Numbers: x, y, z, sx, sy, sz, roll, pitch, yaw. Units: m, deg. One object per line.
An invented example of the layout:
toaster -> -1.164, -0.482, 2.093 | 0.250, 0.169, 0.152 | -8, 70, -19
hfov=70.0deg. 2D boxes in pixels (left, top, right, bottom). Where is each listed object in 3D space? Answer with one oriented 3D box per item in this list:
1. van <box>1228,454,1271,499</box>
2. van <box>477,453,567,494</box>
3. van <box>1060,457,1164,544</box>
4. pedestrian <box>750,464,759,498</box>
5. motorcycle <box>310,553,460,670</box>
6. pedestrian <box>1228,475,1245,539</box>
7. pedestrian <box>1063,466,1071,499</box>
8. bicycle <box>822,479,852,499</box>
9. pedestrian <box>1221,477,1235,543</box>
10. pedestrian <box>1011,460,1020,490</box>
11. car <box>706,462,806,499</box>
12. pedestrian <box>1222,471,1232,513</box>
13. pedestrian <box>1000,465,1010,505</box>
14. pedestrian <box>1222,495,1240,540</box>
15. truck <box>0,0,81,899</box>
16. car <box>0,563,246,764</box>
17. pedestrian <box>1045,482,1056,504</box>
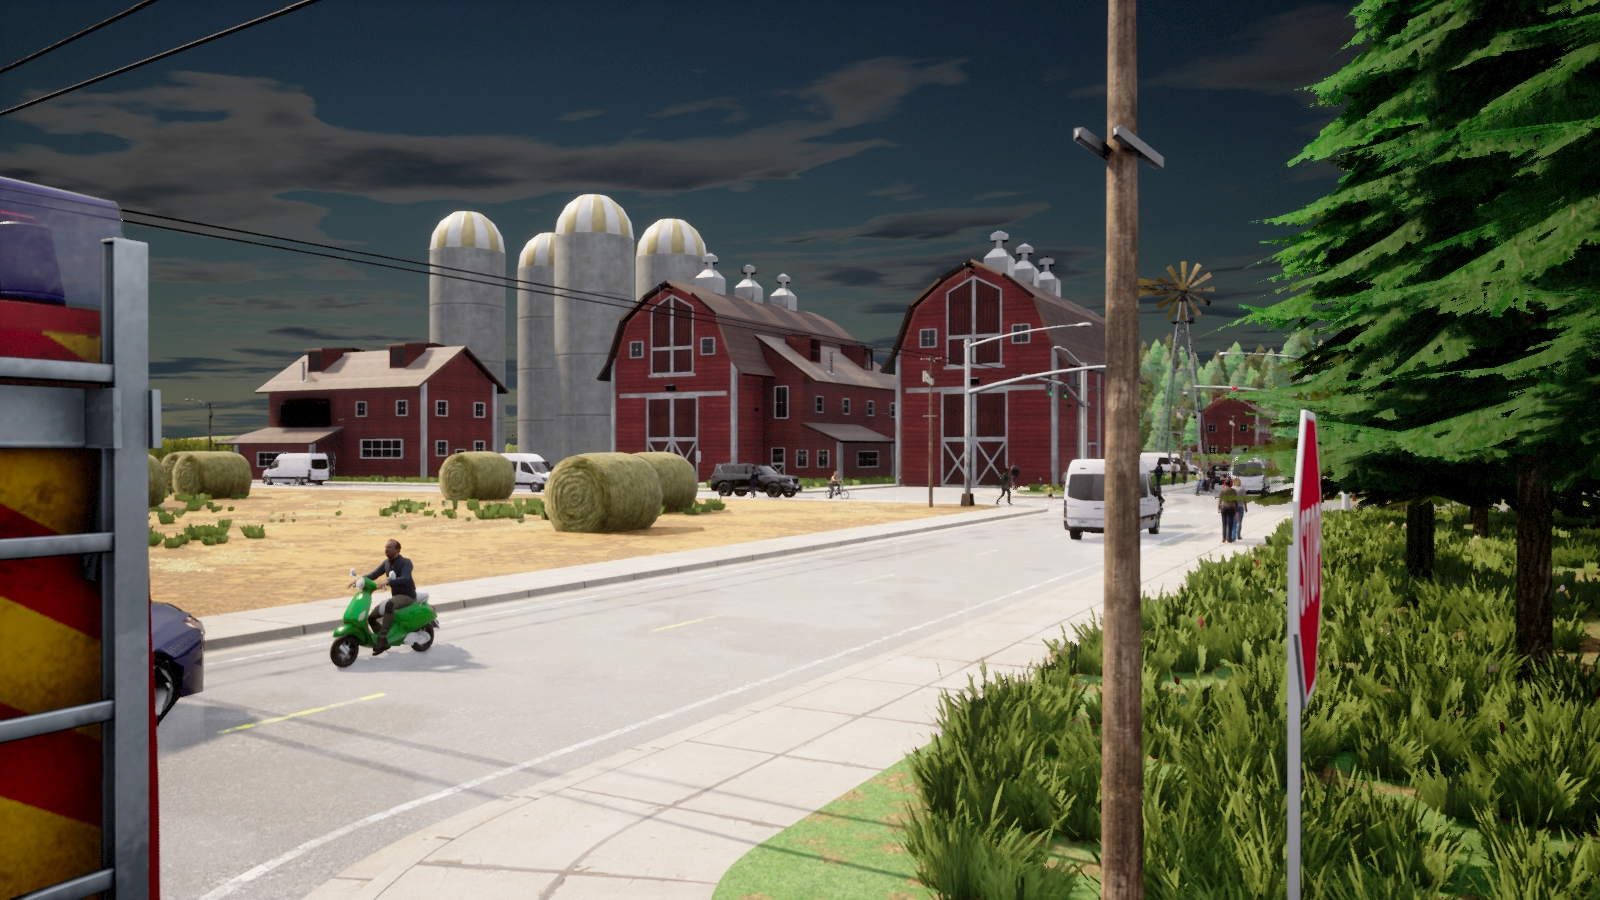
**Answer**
van -> 27.233, 1.536, 69.051 | 1.988, 2.561, 5.915 | 0, 0, 26
van -> -18.382, 1.496, 75.433 | 5.915, 2.561, 1.988 | 0, 1, 27
van -> 10.291, 1.535, 37.303 | 1.988, 2.561, 5.915 | 0, 0, 28
pedestrian -> -2.461, 1.672, 61.978 | 0.375, 1.860, 0.375 | 0, 0, -38
motorcycle -> -5.598, 2.142, 15.514 | 0.856, 1.316, 1.805 | 0, 0, 29
pedestrian -> 12.992, 1.694, 34.025 | 0.375, 1.860, 0.375 | 0, 0, 40
pedestrian -> 15.138, 1.821, 64.780 | 0.375, 1.860, 0.375 | 0, 0, 30
bicycle -> 2.098, 2.221, 64.753 | 1.487, 1.080, 0.859 | 0, 0, 28
pedestrian -> 12.170, 1.695, 32.516 | 0.375, 1.860, 0.375 | 0, 0, 20
pedestrian -> 13.326, 1.563, 70.599 | 0.375, 1.860, 0.375 | 0, 0, -27
car -> -2.619, 1.753, 67.214 | 5.566, 2.045, 2.150 | 0, 0, 28
pedestrian -> 18.838, 1.849, 50.375 | 0.375, 1.860, 0.375 | 0, 0, 29
pedestrian -> 9.853, 1.678, 54.935 | 0.375, 1.860, 0.375 | 0, 0, 37
pedestrian -> 12.623, 1.976, 33.440 | 0.375, 1.300, 0.375 | 0, 0, 42
truck -> -6.223, 0.863, 3.420 | 8.468, 3.827, 2.891 | 0, 0, 26
car -> -8.079, 2.060, 10.777 | 2.163, 1.488, 4.792 | 0, 0, 27
pedestrian -> 12.913, 2.206, 58.906 | 0.500, 1.100, 0.500 | 0, 0, 25
